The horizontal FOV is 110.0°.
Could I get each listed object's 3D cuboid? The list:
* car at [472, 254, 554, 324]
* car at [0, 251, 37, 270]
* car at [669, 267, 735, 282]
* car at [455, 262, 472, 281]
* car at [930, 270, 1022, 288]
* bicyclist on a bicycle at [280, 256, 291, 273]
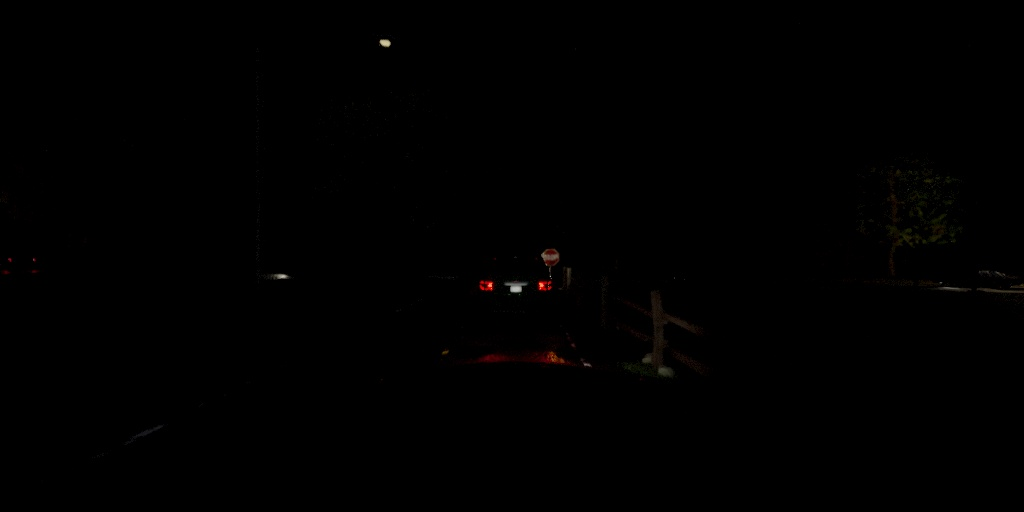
[{"bbox_3d":[0.106,0.955,12.035,2.150,2.045,5.566,0,0,0],"label":"car"},{"bbox_3d":[-46.648,0.339,32.744,4.553,1.767,2.097,1,0,3],"label":"car"},{"bbox_3d":[15.916,1.561,30.175,4.718,1.301,1.895,1,0,2],"label":"car"},{"bbox_3d":[-2.581,1.190,26.619,2.128,1.511,4.902,1,0,-33],"label":"car"},{"bbox_3d":[37.804,1.830,29.246,5.357,1.411,2.033,1,0,3],"label":"car"},{"bbox_3d":[-21.980,0.826,34.793,0.582,1.620,1.656,1,0,2],"label":"bicyclist on a bicycle"}]
